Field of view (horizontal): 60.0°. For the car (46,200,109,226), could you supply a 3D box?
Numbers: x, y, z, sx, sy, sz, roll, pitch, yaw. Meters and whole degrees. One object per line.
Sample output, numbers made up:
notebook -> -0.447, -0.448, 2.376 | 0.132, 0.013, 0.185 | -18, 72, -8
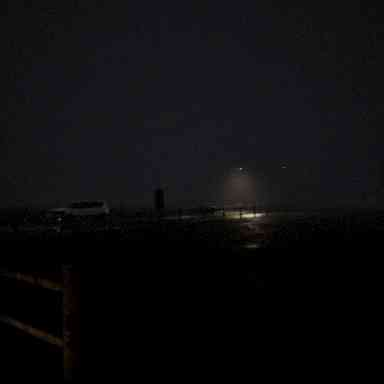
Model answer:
car -> -9.892, 1.767, 29.221 | 2.150, 2.045, 5.566 | -1, -1, 36

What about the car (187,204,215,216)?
car -> 1.282, 2.410, 44.844 | 2.128, 1.511, 4.902 | -1, -2, 36
